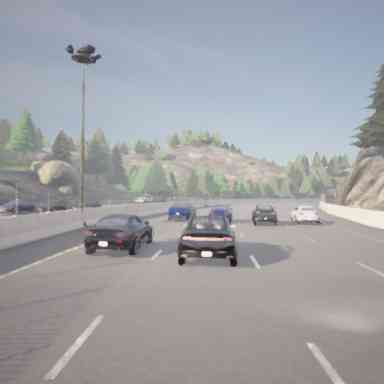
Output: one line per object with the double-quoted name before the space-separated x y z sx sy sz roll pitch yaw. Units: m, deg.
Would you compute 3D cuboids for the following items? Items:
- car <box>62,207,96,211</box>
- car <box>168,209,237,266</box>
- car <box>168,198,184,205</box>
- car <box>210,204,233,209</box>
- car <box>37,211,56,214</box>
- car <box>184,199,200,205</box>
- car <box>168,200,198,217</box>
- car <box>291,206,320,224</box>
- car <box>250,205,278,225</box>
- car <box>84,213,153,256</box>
"car" -10.984 1.447 33.730 2.097 1.767 4.553 1 0 10
"car" 0.595 1.591 11.979 2.128 1.511 4.902 1 0 4
"car" -3.433 2.012 73.736 1.812 1.442 4.674 1 0 20
"car" 2.468 1.773 28.353 1.812 1.442 4.674 1 0 9
"car" -14.352 1.559 34.801 1.837 1.490 4.892 1 0 10
"car" -0.054 2.129 72.785 1.895 1.301 4.718 1 0 21
"car" -0.804 1.691 30.061 1.882 1.535 5.008 1 0 9
"car" 9.517 1.873 28.139 1.812 1.442 4.674 1 0 9
"car" 5.775 1.777 26.842 2.128 1.511 4.902 1 0 9
"car" -2.808 1.586 13.435 1.812 1.442 4.674 1 0 4
